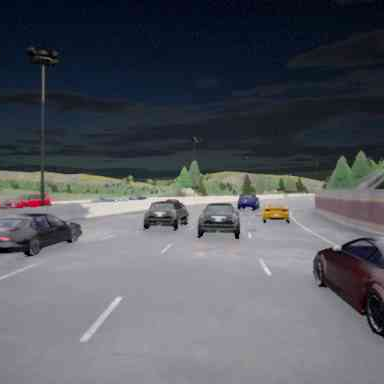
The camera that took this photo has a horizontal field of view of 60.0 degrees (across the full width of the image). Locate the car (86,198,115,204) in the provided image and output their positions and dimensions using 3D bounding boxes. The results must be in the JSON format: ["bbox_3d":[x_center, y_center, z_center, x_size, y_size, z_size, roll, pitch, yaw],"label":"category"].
[{"bbox_3d":[-11.393,1.447,41.607,2.128,1.511,4.902,0,0,17],"label":"car"}]

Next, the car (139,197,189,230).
[{"bbox_3d":[-1.517,1.342,21.117,2.097,1.767,4.553,0,0,9],"label":"car"}]

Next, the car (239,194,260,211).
[{"bbox_3d":[7.126,1.232,41.760,2.150,2.045,5.566,0,0,18],"label":"car"}]

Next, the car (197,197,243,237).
[{"bbox_3d":[1.549,1.352,18.096,2.097,1.767,4.553,0,0,8],"label":"car"}]

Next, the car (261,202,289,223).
[{"bbox_3d":[6.509,1.490,26.134,1.882,1.535,5.008,0,0,12],"label":"car"}]

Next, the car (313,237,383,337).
[{"bbox_3d":[3.911,1.574,6.599,1.994,1.385,4.181,0,0,3],"label":"car"}]

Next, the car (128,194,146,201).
[{"bbox_3d":[-11.643,1.153,70.418,2.097,1.767,4.553,0,0,24],"label":"car"}]

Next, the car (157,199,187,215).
[{"bbox_3d":[-2.061,1.510,35.381,1.812,1.442,4.674,0,0,15],"label":"car"}]

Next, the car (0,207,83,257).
[{"bbox_3d":[-6.178,1.526,12.898,2.033,1.411,5.357,0,0,6],"label":"car"}]

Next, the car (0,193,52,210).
[{"bbox_3d":[-16.939,1.159,34.426,2.150,2.045,5.566,0,0,13],"label":"car"}]
